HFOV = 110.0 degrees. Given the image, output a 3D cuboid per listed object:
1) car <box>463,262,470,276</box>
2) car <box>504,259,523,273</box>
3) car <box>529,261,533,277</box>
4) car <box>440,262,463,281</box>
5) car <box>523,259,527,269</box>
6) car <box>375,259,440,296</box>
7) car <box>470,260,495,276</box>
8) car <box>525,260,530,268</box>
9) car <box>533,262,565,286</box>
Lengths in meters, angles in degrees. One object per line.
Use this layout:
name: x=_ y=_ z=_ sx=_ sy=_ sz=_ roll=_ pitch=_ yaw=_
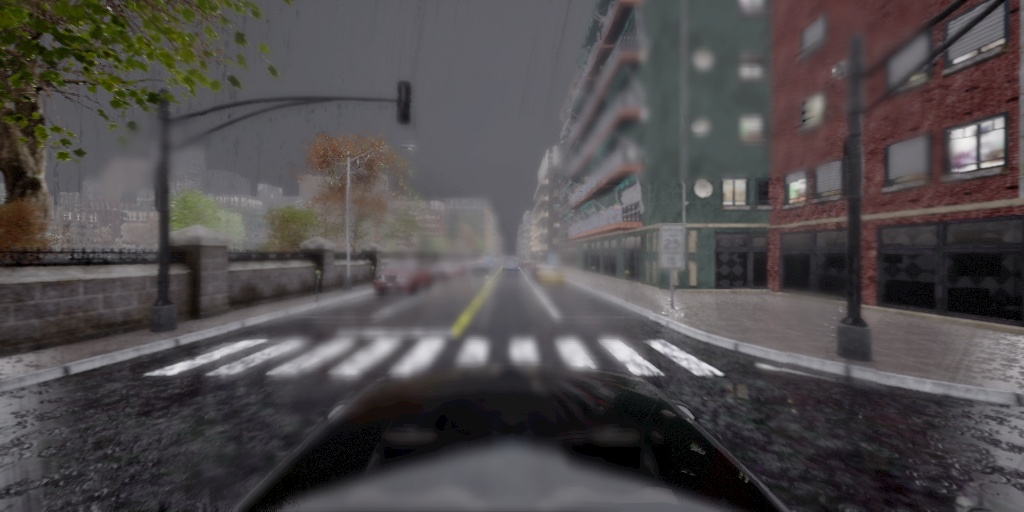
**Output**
car: x=-5.693 y=1.360 z=36.181 sx=1.888 sy=1.381 sz=4.507 roll=0 pitch=0 yaw=0
car: x=0.042 y=1.397 z=44.514 sx=1.994 sy=1.385 sz=4.181 roll=0 pitch=0 yaw=1
car: x=2.688 y=1.348 z=30.647 sx=1.888 sy=1.381 sz=4.507 roll=0 pitch=0 yaw=0
car: x=-5.692 y=1.243 z=30.646 sx=1.967 sy=1.591 sz=4.097 roll=0 pitch=0 yaw=0
car: x=2.686 y=1.409 z=58.323 sx=1.888 sy=1.381 sz=4.507 roll=0 pitch=0 yaw=0
car: x=-5.691 y=1.095 z=19.575 sx=2.192 sy=1.841 sz=5.009 roll=0 pitch=0 yaw=0
car: x=-3.085 y=1.421 z=38.896 sx=1.895 sy=1.301 sz=4.718 roll=0 pitch=0 yaw=0
car: x=2.687 y=1.366 z=36.183 sx=2.007 sy=1.370 sz=4.403 roll=0 pitch=0 yaw=0
car: x=2.689 y=1.317 z=25.282 sx=1.751 sy=1.417 sz=4.829 roll=0 pitch=0 yaw=0
